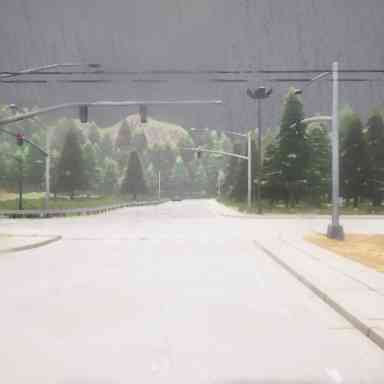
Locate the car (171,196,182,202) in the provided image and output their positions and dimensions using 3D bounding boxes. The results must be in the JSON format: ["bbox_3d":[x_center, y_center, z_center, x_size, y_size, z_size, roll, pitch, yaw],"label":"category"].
[{"bbox_3d":[-3.174,1.496,70.180,1.994,1.385,4.181,0,0,2],"label":"car"}]
